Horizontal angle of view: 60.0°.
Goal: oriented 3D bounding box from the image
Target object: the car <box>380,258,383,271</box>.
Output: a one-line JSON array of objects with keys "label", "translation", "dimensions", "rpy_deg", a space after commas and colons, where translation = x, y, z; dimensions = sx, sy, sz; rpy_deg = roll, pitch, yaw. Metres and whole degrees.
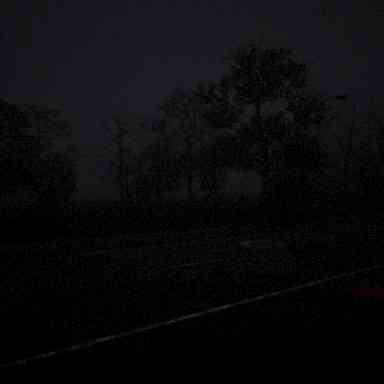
[{"label": "car", "translation": [7.157, 1.531, 8.942], "dimensions": [5.357, 1.411, 2.033], "rpy_deg": [0, 0, -35]}]
